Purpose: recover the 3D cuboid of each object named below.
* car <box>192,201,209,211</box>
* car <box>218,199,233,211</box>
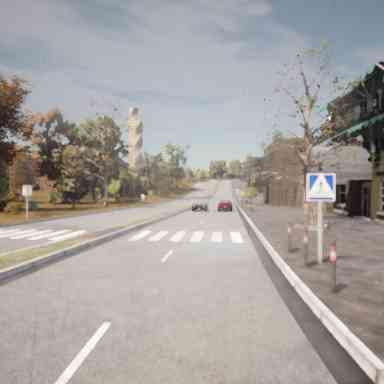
[{"bbox_3d":[1.145,1.838,44.074,1.895,1.301,4.718,0,0,7],"label":"car"},{"bbox_3d":[4.499,1.744,44.796,1.882,1.535,5.008,0,0,7],"label":"car"}]
